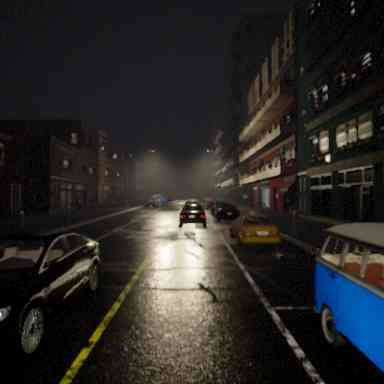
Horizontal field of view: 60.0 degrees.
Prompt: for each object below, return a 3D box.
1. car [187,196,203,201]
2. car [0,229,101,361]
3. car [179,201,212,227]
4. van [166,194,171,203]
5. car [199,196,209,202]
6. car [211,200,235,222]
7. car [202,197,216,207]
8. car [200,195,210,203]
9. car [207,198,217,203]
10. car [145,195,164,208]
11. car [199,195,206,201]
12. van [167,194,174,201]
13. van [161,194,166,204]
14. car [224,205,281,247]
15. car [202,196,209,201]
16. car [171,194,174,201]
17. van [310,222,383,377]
[{"bbox_3d":[0.100,1.573,44.412,2.033,1.411,5.357,0,0,0],"label":"car"},{"bbox_3d":[-3.089,1.499,6.086,2.128,1.511,4.902,0,0,0],"label":"car"},{"bbox_3d":[0.060,1.567,23.073,2.033,1.411,5.357,0,0,0],"label":"car"},{"bbox_3d":[-5.671,1.367,65.052,1.690,1.788,3.998,1,0,0],"label":"van"},{"bbox_3d":[2.706,1.573,76.254,2.008,1.369,4.403,1,0,0],"label":"car"},{"bbox_3d":[2.703,1.588,26.029,1.947,1.339,4.313,1,0,0],"label":"car"},{"bbox_3d":[2.705,1.578,53.933,2.008,1.369,4.403,1,0,0],"label":"car"},{"bbox_3d":[2.708,1.465,70.674,1.967,1.590,4.097,1,0,0],"label":"car"},{"bbox_3d":[2.704,1.590,31.610,1.947,1.339,4.313,1,0,0],"label":"car"},{"bbox_3d":[-5.676,1.593,48.311,1.947,1.339,4.313,1,0,0],"label":"car"},{"bbox_3d":[2.706,1.597,87.416,1.802,1.307,4.206,1,0,0],"label":"car"},{"bbox_3d":[-5.670,1.356,87.373,1.690,1.788,3.998,1,0,0],"label":"van"},{"bbox_3d":[-5.671,1.368,53.892,1.690,1.788,3.998,1,0,0],"label":"van"},{"bbox_3d":[2.703,1.540,15.037,1.752,1.417,4.829,1,0,0],"label":"car"},{"bbox_3d":[2.705,1.571,42.772,1.887,1.381,4.507,1,0,0],"label":"car"},{"bbox_3d":[-5.674,1.566,76.213,1.887,1.381,4.507,1,0,0],"label":"car"},{"bbox_3d":[2.705,1.346,3.707,1.690,1.788,3.998,1,0,0],"label":"van"}]
